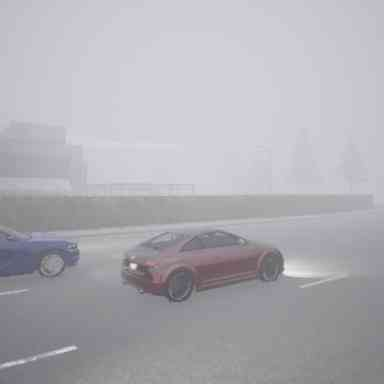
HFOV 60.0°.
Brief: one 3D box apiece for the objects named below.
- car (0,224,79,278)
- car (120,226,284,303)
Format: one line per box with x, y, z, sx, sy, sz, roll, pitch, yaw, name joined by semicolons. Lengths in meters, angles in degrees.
-5.477;1.477;8.438;5.008;1.535;1.882;0;0;-35;car
0.361;1.564;8.300;4.181;1.385;1.994;0;0;-35;car
